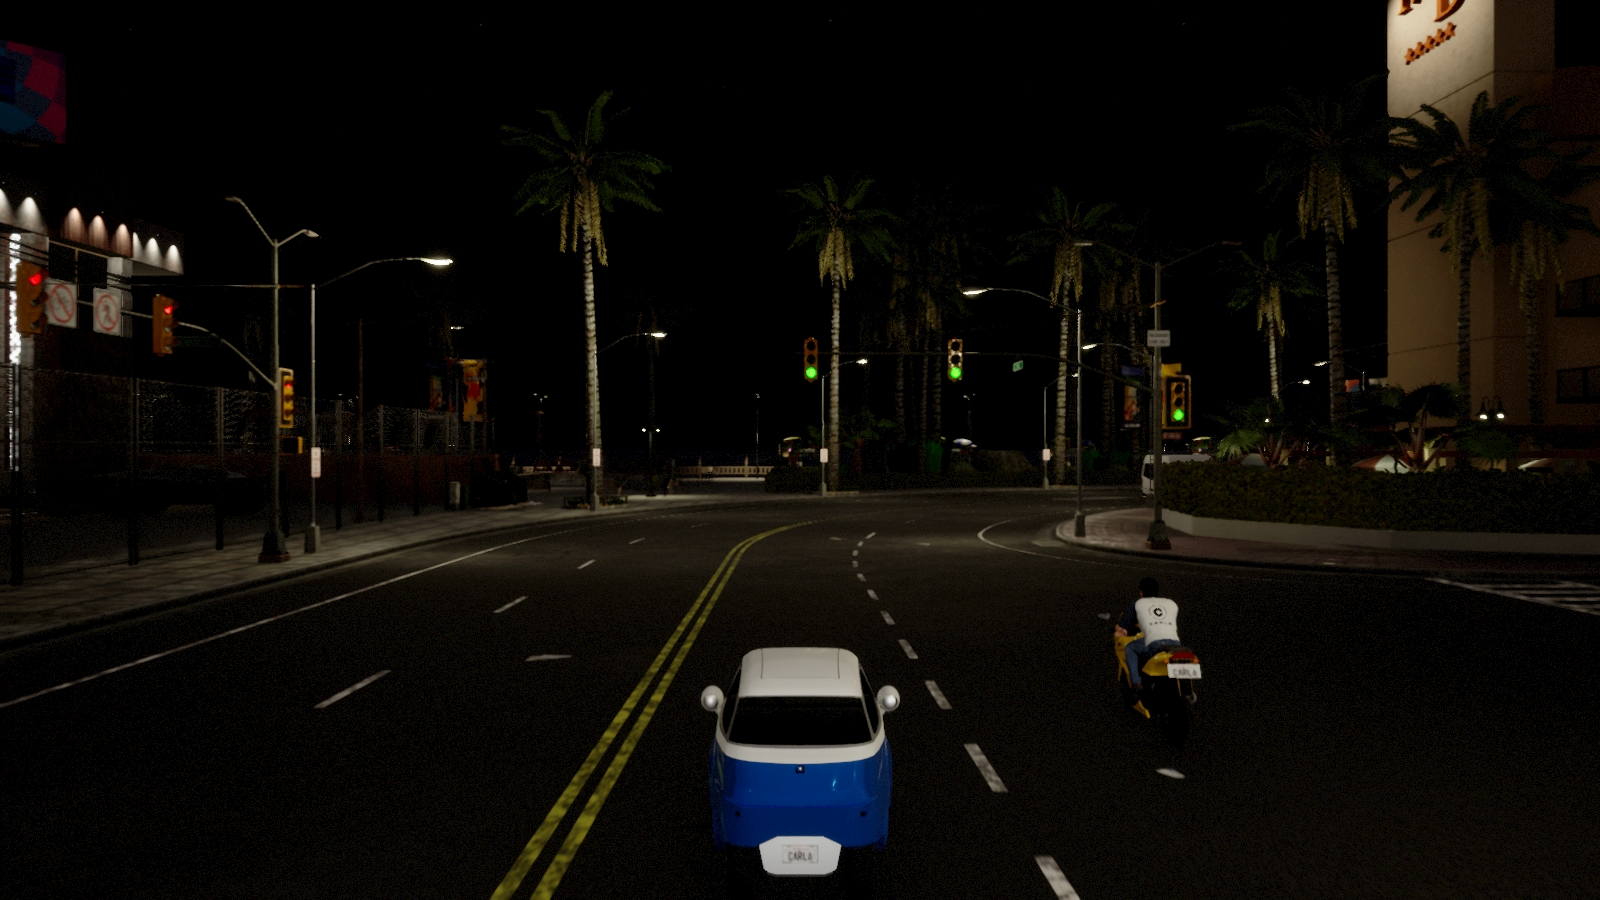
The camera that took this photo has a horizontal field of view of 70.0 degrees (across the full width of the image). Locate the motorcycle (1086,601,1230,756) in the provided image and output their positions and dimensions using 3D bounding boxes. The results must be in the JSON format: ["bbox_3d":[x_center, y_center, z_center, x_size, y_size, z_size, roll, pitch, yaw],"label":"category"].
[{"bbox_3d":[3.504,2.212,11.401,0.803,1.145,2.033,0,0,0],"label":"motorcycle"}]

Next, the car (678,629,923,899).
[{"bbox_3d":[0.003,2.120,8.006,1.481,1.376,2.207,0,0,0],"label":"car"}]
